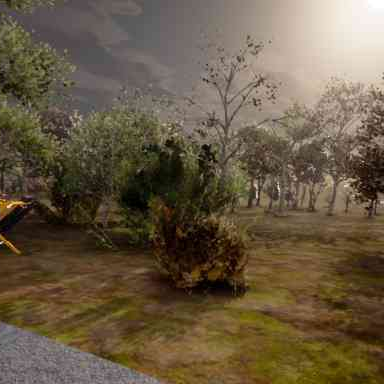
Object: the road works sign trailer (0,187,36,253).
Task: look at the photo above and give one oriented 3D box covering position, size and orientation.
[{"bbox_3d":[-7.412,1.194,13.061,2.880,2.380,3.560,46,-7,-7],"label":"road works sign trailer"}]
